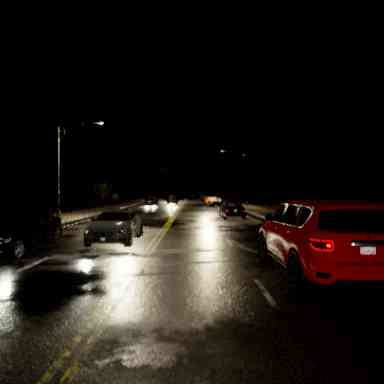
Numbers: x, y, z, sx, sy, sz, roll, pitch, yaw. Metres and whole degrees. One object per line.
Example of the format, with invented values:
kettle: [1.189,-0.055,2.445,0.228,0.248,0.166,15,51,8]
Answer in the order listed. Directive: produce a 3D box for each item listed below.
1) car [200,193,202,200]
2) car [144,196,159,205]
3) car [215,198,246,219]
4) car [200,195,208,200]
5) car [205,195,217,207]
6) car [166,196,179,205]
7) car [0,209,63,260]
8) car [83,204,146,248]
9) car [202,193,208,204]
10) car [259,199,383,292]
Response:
car: [3.279,1.369,69.452,1.812,1.442,4.674,0,0,0]
car: [-6.547,1.372,54.170,2.128,1.511,4.902,0,0,0]
car: [3.360,1.489,28.136,2.033,1.411,5.357,0,0,0]
car: [3.289,1.387,91.482,1.895,1.301,4.718,0,0,0]
car: [3.270,1.498,47.482,1.895,1.301,4.718,0,0,0]
car: [-3.288,1.368,55.942,2.128,1.511,4.902,0,0,0]
car: [-6.595,1.452,12.560,1.882,1.535,5.008,0,0,0]
car: [-3.344,1.496,14.816,1.812,1.442,4.674,0,0,0]
car: [3.274,1.223,58.422,2.097,1.767,4.553,0,0,0]
car: [3.352,1.204,9.004,2.150,2.045,5.566,0,0,0]
